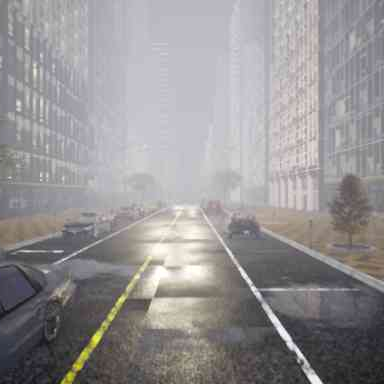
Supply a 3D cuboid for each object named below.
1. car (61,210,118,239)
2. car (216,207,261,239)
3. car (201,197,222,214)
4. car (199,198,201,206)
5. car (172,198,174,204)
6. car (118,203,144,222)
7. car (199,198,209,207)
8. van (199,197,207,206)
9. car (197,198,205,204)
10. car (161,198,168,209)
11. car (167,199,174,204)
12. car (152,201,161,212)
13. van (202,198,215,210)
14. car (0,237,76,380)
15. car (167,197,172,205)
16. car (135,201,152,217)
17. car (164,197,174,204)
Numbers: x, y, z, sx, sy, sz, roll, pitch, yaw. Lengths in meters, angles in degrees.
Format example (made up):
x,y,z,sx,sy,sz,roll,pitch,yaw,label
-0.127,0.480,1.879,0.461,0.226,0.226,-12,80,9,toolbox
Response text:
x,y,z,sx,sy,sz,roll,pitch,yaw,label
-5.734,1.750,18.371,2.008,1.369,4.403,-1,-1,0,car
2.647,1.744,18.389,2.008,1.369,4.403,-1,-1,0,car
2.595,1.747,41.125,2.192,1.841,5.009,-1,-1,0,car
2.583,1.807,46.809,2.192,1.841,5.009,-1,-1,0,car
-5.868,2.291,80.889,1.967,1.590,4.097,-1,-1,0,car
-5.758,1.901,29.737,1.802,1.307,4.206,-1,-1,0,car
2.536,2.168,69.541,1.967,1.590,4.097,-1,-1,0,car
2.523,2.128,75.224,1.690,1.788,3.998,-1,-1,0,van
2.489,2.513,92.273,2.008,1.369,4.403,-1,-1,0,car
-5.819,2.182,58.155,1.947,1.339,4.313,-1,-1,0,car
-5.892,2.550,92.254,1.802,1.307,4.206,-1,-1,0,car
-5.794,2.021,46.618,1.752,1.417,4.829,-1,-1,0,car
2.572,1.892,52.492,1.690,1.788,3.998,-1,-1,0,van
-3.005,1.591,3.743,2.033,1.411,5.357,0,-1,0,car
-5.843,2.285,69.521,2.008,1.369,4.403,-1,-1,0,car
-5.771,1.819,35.422,1.967,1.590,4.097,-1,-1,0,car
-5.882,2.224,86.574,2.192,1.841,5.009,-1,-1,0,car
